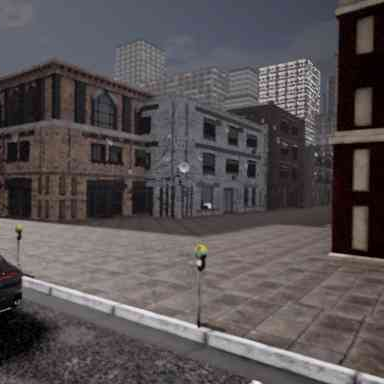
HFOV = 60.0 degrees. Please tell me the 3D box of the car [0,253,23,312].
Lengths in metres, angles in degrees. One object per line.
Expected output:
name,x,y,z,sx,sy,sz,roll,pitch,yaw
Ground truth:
car,-4.967,1.548,6.400,4.403,1.369,2.008,0,1,36
